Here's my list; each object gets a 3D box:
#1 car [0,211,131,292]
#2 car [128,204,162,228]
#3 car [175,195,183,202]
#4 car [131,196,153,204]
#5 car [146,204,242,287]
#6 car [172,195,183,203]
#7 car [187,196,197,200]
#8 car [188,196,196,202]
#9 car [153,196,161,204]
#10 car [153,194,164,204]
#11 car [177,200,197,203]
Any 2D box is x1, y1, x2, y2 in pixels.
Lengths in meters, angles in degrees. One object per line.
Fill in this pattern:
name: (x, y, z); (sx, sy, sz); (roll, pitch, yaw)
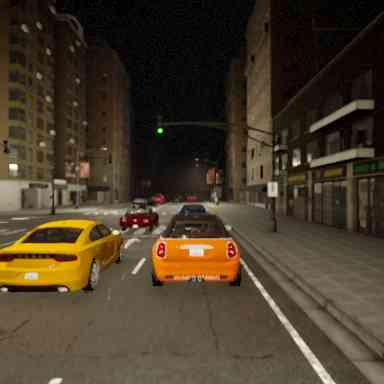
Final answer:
car: (-3.149, 1.500, 8.993); (1.882, 1.535, 5.008); (0, 0, 0)
car: (-3.172, 1.653, 20.980); (1.895, 1.301, 4.718); (0, 0, 0)
car: (-3.259, 1.609, 83.771); (1.882, 1.535, 5.008); (0, 0, 0)
car: (-6.600, 1.605, 42.358); (2.128, 1.511, 4.902); (0, 0, 0)
car: (0.100, 1.375, 9.517); (2.097, 1.767, 4.553); (0, 0, 0)
car: (-3.257, 1.708, 73.349); (1.837, 1.490, 4.892); (0, 0, 0)
car: (-0.008, 1.565, 73.737); (2.097, 1.767, 4.553); (0, 0, 0)
car: (-0.009, 1.671, 83.772); (2.033, 1.411, 5.357); (0, 0, 0)
car: (-6.579, 1.745, 52.554); (1.895, 1.301, 4.718); (0, 0, 1)
car: (-6.507, 1.399, 63.151); (2.150, 2.045, 5.566); (0, 0, 0)
car: (0.082, 1.533, 22.078); (1.882, 1.535, 5.008); (0, 0, 0)
